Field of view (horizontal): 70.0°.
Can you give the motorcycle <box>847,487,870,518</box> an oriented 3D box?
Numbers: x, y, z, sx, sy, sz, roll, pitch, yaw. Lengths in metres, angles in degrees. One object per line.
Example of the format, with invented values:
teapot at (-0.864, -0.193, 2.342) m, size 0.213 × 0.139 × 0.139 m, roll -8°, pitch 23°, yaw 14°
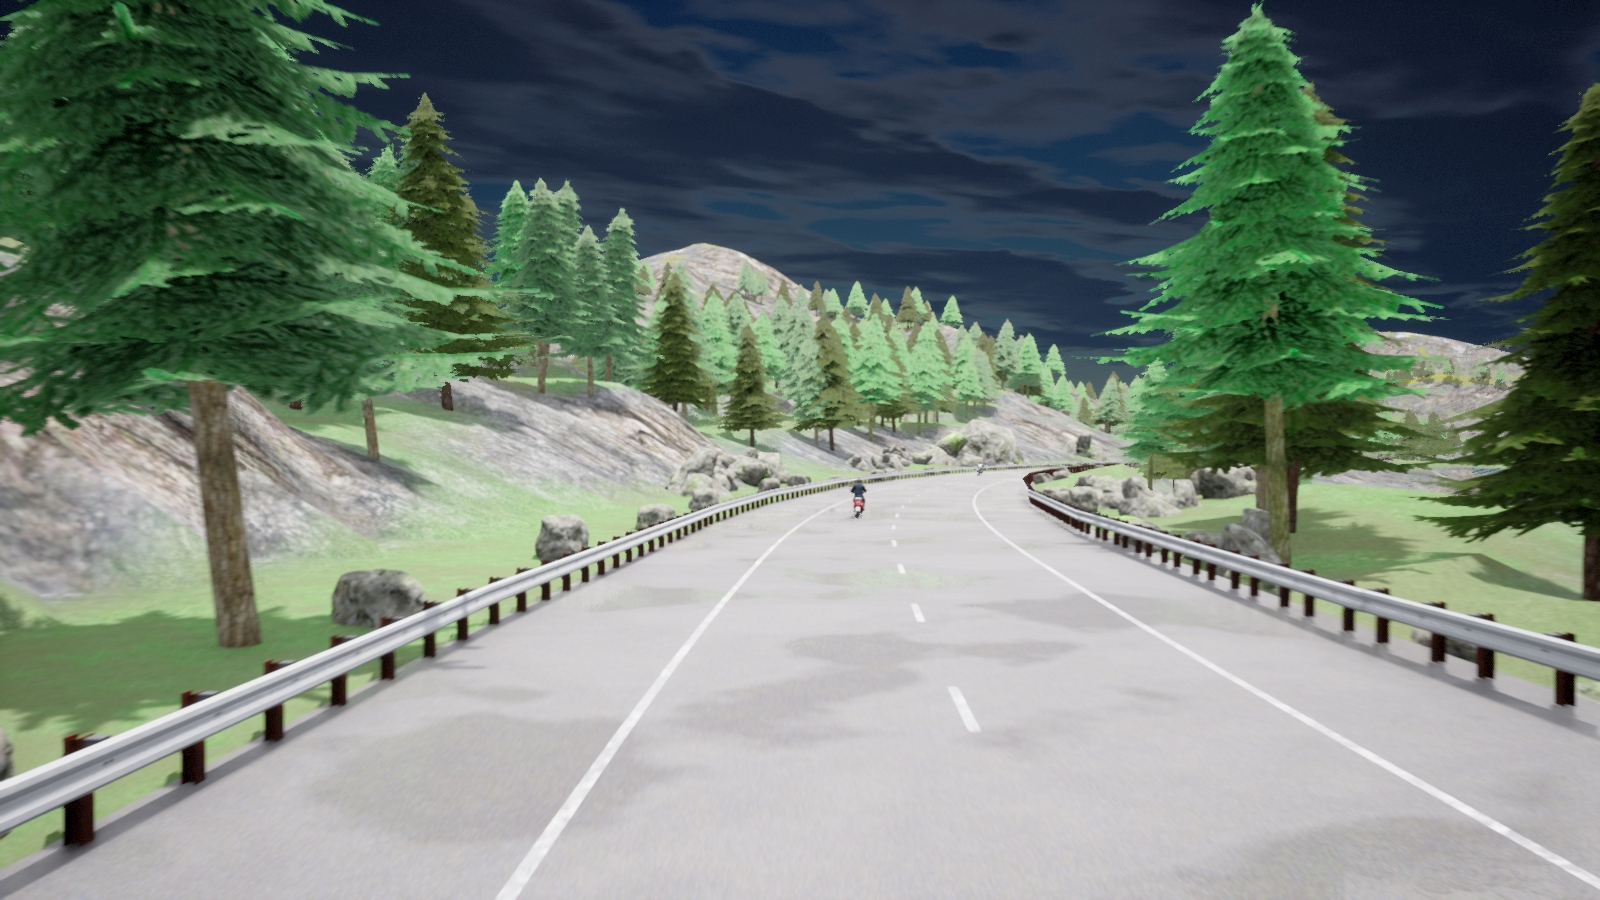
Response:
motorcycle at (2.449, 2.183, 47.726) m, size 0.856 × 1.236 × 1.805 m, roll 0°, pitch 0°, yaw 6°
